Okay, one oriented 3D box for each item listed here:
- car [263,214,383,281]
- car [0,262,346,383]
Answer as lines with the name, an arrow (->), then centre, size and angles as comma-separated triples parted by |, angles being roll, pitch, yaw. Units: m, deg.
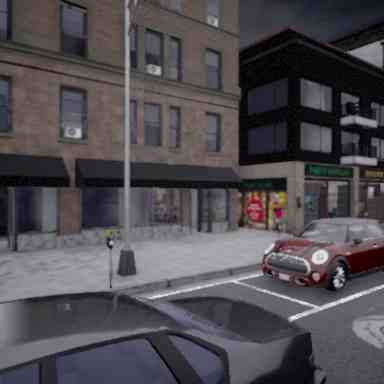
car -> 3.771, 1.457, 8.943 | 4.097, 1.590, 1.967 | 0, 0, -36
car -> -1.267, 1.553, 2.177 | 5.357, 1.411, 2.033 | 0, 0, -38
